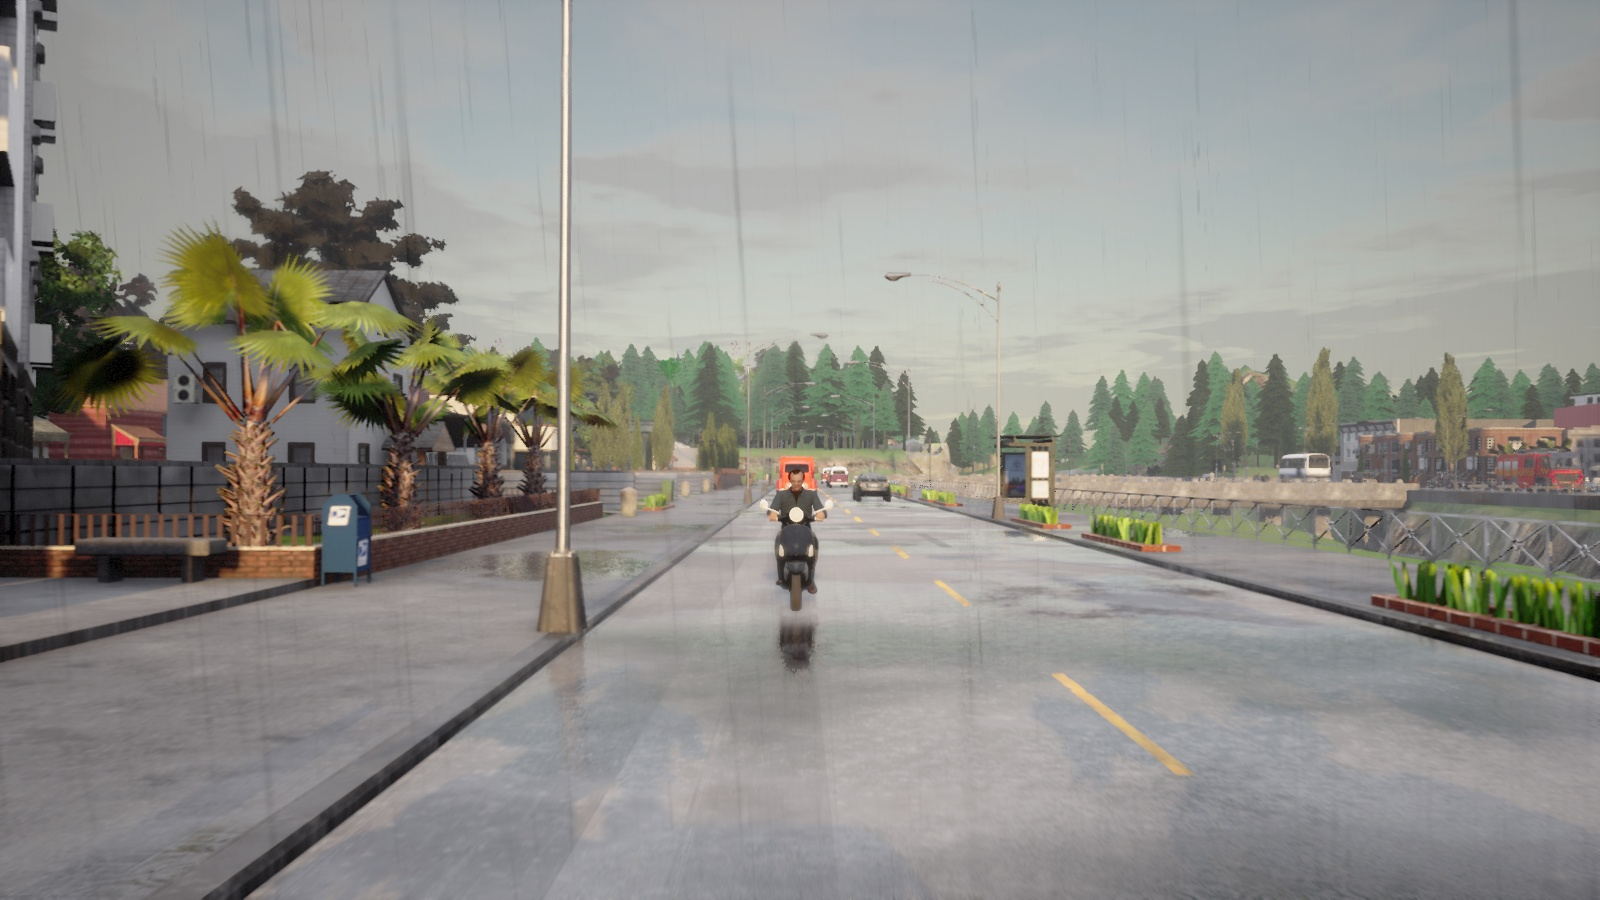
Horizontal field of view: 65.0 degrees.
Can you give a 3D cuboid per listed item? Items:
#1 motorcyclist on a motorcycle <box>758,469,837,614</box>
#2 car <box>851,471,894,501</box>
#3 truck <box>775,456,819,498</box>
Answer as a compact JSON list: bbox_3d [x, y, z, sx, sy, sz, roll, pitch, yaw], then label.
[{"bbox_3d":[-0.035,1.023,14.757,0.866,1.590,1.817,0,-1,0],"label":"motorcyclist on a motorcycle"},{"bbox_3d":[3.841,1.901,67.028,2.007,1.525,4.514,0,-1,0],"label":"car"},{"bbox_3d":[-0.184,1.643,76.288,2.627,2.467,5.204,0,-1,0],"label":"truck"}]
